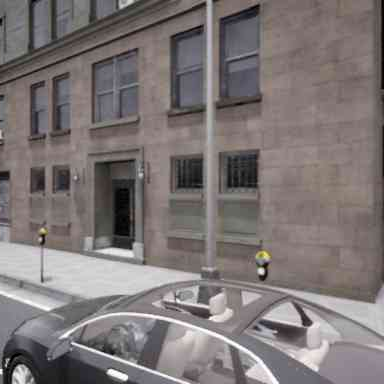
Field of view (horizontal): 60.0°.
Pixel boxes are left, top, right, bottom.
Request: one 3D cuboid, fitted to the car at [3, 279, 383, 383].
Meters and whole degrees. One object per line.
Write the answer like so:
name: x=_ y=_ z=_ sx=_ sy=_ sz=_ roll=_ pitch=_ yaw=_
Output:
car: x=-0.080 y=1.558 z=3.131 sx=4.403 sy=1.369 sz=2.008 roll=0 pitch=0 yaw=35
